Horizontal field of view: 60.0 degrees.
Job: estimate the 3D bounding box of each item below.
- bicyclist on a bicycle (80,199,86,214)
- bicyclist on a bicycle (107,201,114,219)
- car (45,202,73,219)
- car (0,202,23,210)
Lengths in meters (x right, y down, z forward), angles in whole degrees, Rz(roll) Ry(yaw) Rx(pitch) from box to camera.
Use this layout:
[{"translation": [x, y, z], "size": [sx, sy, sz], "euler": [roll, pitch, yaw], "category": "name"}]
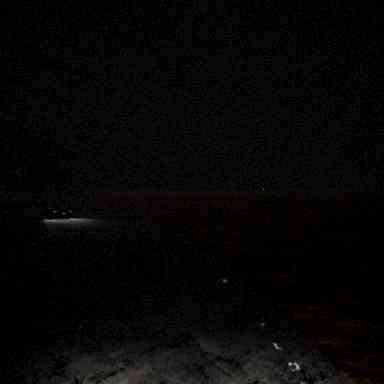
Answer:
[{"translation": [-12.650, 1.681, 38.435], "size": [0.659, 1.776, 1.843], "euler": [0, -1, -37], "category": "bicyclist on a bicycle"}, {"translation": [-7.413, 1.619, 30.362], "size": [0.582, 1.620, 1.656], "euler": [0, -1, -29], "category": "bicyclist on a bicycle"}, {"translation": [-12.509, 1.692, 31.215], "size": [1.837, 1.490, 4.892], "euler": [1, -1, -32], "category": "car"}, {"translation": [-28.873, 2.254, 52.808], "size": [4.718, 1.301, 1.895], "euler": [-1, -1, 36], "category": "car"}]
